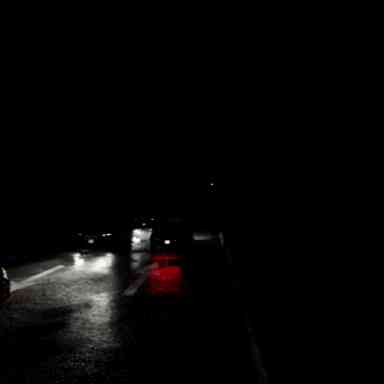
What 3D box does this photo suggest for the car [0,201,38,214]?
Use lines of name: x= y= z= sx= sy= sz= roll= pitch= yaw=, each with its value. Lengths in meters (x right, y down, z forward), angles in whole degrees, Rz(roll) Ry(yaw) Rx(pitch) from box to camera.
car: x=-21.262 y=1.821 z=40.529 sx=4.902 sy=1.511 sz=2.128 roll=3 pitch=-2 yaw=5

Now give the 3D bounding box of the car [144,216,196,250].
car: x=-0.951 y=2.013 z=17.192 sx=1.837 sy=1.490 sz=4.892 roll=0 pitch=-1 yaw=3

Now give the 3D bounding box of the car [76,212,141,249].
car: x=-4.408 y=2.018 z=17.415 sx=2.128 sy=1.511 sz=4.902 roll=0 pitch=-1 yaw=3

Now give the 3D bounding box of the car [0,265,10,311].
car: x=-4.906 y=1.761 z=5.466 sx=1.994 sy=1.385 sz=4.181 roll=0 pitch=-2 yaw=0

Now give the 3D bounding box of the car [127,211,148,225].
car: x=-4.873 y=2.363 z=29.392 sx=1.895 sy=1.301 sz=4.718 roll=1 pitch=-1 yaw=-25
